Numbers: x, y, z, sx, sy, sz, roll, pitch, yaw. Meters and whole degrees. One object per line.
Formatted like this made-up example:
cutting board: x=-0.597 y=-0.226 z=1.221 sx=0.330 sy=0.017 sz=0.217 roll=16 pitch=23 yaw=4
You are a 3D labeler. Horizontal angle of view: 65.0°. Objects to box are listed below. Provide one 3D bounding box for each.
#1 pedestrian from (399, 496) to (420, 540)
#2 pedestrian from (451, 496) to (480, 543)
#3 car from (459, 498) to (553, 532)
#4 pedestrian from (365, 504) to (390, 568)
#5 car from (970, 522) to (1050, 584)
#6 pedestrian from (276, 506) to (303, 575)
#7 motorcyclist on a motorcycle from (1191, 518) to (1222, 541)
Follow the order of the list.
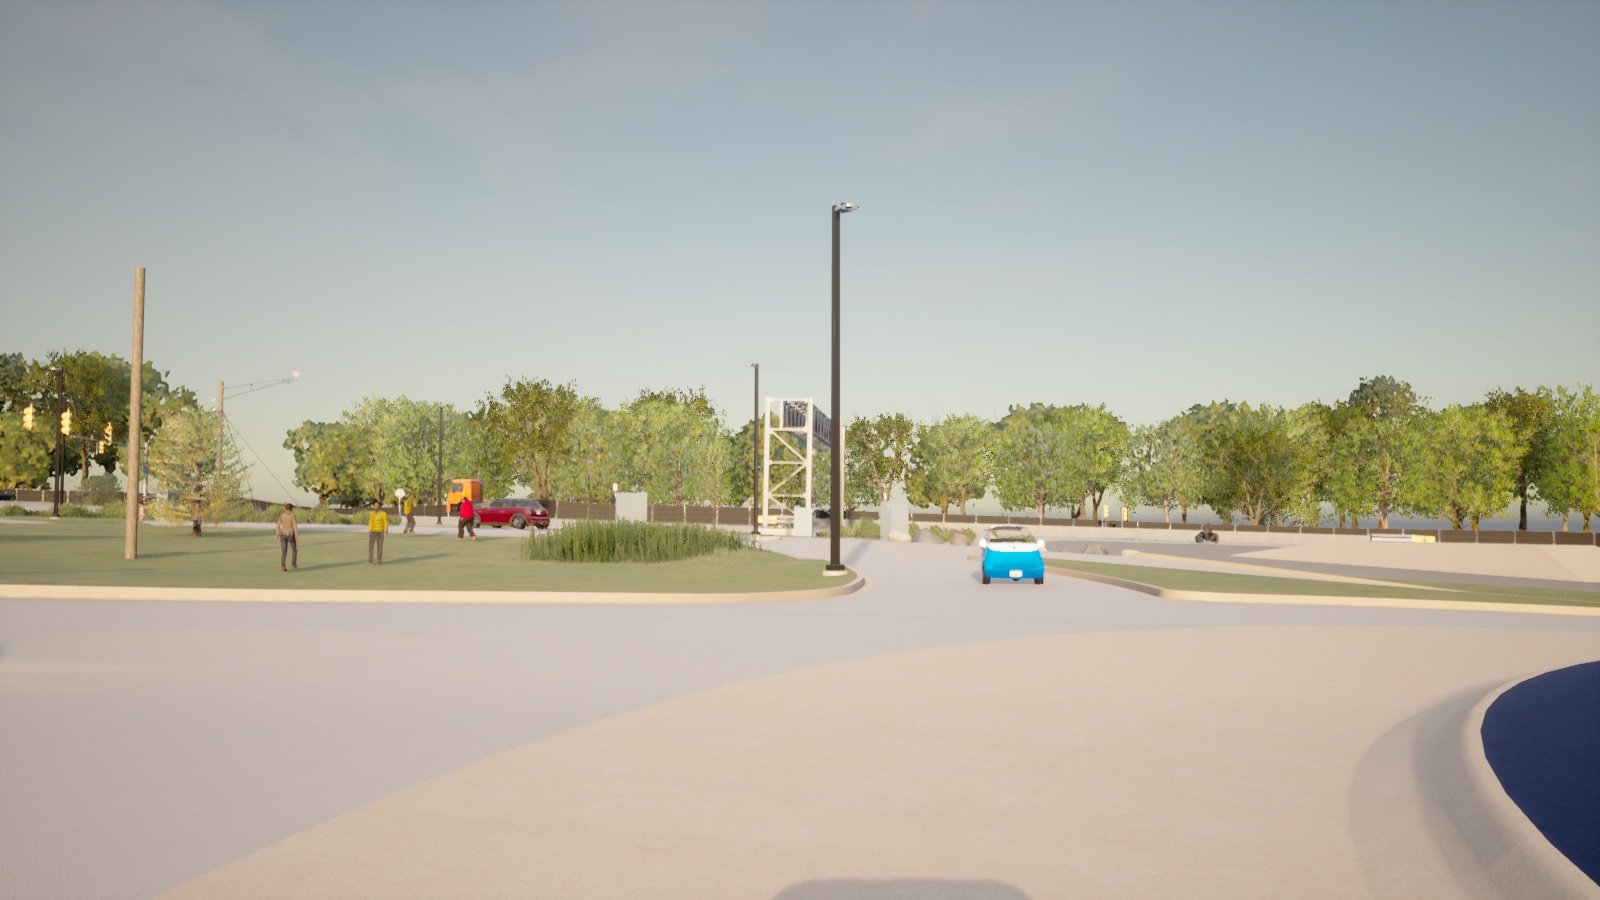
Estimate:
pedestrian: x=-16.280 y=2.826 z=52.414 sx=0.709 sy=1.840 sz=0.431 roll=0 pitch=-3 yaw=2
pedestrian: x=-13.083 y=2.726 z=49.156 sx=0.899 sy=1.844 sz=0.634 roll=-2 pitch=-4 yaw=30
car: x=-15.743 y=3.471 z=67.148 sx=4.553 sy=1.767 sz=2.097 roll=-1 pitch=-3 yaw=26
pedestrian: x=-12.260 y=2.493 z=36.418 sx=0.431 sy=1.840 sz=0.709 roll=0 pitch=-3 yaw=3
car: x=4.832 y=2.352 z=29.086 sx=1.481 sy=1.376 sz=2.207 roll=0 pitch=-3 yaw=0
pedestrian: x=-13.563 y=2.403 z=33.361 sx=0.328 sy=1.805 sz=0.869 roll=0 pitch=-3 yaw=0
motorcyclist on a motorcycle: x=30.282 y=5.907 z=93.513 sx=2.350 sy=1.649 sz=0.766 roll=3 pitch=-3 yaw=-28
